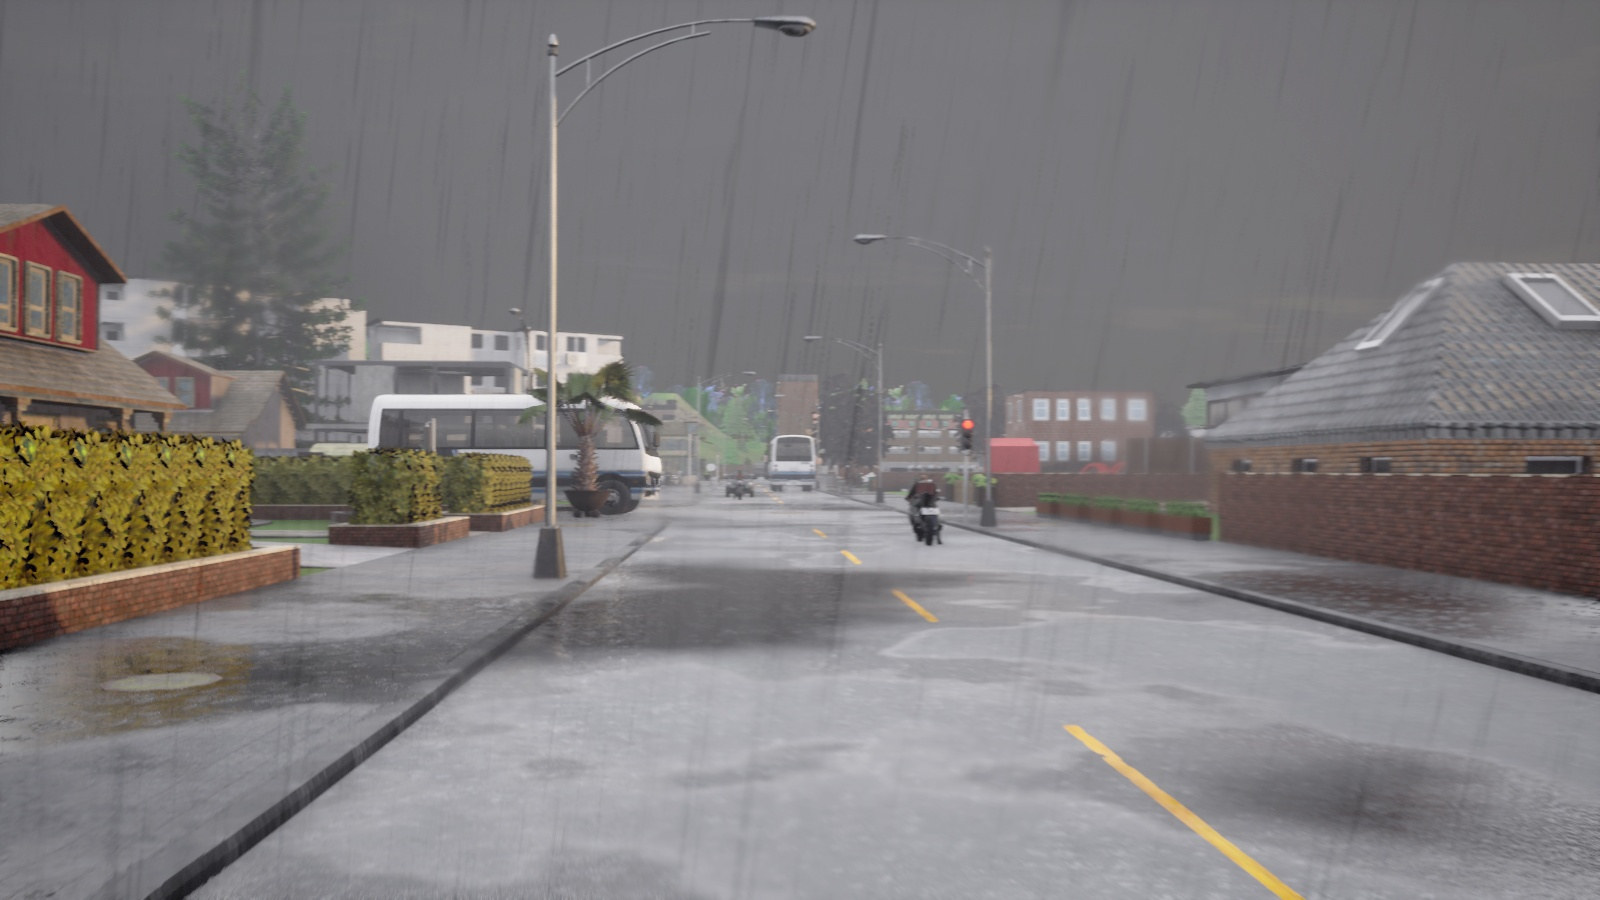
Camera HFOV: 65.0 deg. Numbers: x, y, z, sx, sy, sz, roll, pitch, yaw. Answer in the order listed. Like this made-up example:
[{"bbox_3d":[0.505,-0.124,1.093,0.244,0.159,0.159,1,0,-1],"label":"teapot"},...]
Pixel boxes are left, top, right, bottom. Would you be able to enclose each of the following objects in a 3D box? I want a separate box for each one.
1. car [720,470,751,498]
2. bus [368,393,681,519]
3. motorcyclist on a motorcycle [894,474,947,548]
[{"bbox_3d":[-3.909,2.021,76.046,1.851,1.617,3.988,0,-1,-3],"label":"car"},{"bbox_3d":[-9.594,0.259,44.844,10.273,4.253,3.944,0,-2,0],"label":"bus"},{"bbox_3d":[2.599,1.292,27.289,0.866,1.530,2.191,0,-1,-2],"label":"motorcyclist on a motorcycle"}]
